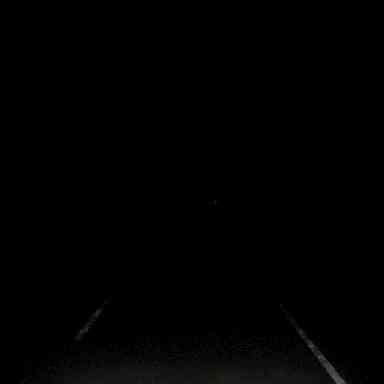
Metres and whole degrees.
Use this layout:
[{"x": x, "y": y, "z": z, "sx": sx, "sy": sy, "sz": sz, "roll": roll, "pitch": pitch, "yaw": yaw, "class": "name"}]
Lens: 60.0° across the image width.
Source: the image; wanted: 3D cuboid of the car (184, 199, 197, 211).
[{"x": 0.779, "y": 1.575, "z": 41.633, "sx": 1.882, "sy": 1.535, "sz": 5.008, "roll": 0, "pitch": 0, "yaw": 28, "class": "car"}]

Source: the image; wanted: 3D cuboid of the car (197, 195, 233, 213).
[{"x": 3.016, "y": 1.314, "z": 38.502, "sx": 2.150, "sy": 2.045, "sz": 5.566, "roll": 0, "pitch": 0, "yaw": 25, "class": "car"}]
